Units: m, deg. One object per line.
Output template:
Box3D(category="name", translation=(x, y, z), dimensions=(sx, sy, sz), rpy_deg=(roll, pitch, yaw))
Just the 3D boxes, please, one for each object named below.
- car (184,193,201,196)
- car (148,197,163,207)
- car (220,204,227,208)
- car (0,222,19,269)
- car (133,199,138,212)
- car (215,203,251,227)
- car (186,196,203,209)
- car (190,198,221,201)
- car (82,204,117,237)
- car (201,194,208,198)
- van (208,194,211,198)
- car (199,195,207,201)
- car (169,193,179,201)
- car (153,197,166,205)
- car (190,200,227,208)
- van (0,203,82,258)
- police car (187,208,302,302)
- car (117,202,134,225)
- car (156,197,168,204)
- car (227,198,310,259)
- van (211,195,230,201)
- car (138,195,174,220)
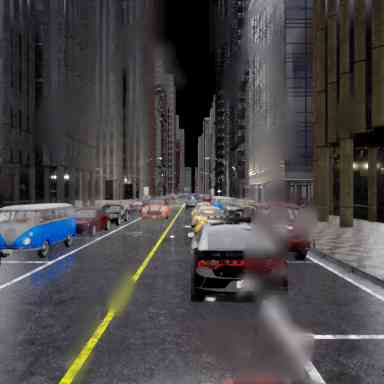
Box3D(category="car", translation=(0.148, 1.233, 60.969), dimensions=(2.150, 2.045, 5.566), rpy_deg=(0, 0, 0))
Box3D(category="car", translation=(-5.638, 1.553, 51.827), dimensions=(1.887, 1.381, 4.507), rpy_deg=(0, 0, 0))
Box3D(category="car", translation=(2.805, 1.566, 18.113), dimensions=(1.947, 1.339, 4.313), rpy_deg=(0, 0, 0))
Box3D(category="car", translation=(-5.748, 1.566, 6.880), dimensions=(1.947, 1.339, 4.313), rpy_deg=(0, 0, 0))
Box3D(category="car", translation=(-5.679, 1.585, 34.972), dimensions=(1.802, 1.307, 4.206), rpy_deg=(0, 0, 0))
Box3D(category="car", translation=(2.818, 1.552, 23.731), dimensions=(2.008, 1.369, 4.403), rpy_deg=(0, 0, 0))
Box3D(category="car", translation=(0.145, 1.570, 45.642), dimensions=(1.994, 1.385, 4.181), rpy_deg=(0, 0, 0))
Box3D(category="car", translation=(0.911, 1.457, 24.511), dimensions=(1.801, 1.575, 5.366), rpy_deg=(0, 0, 0))
Box3D(category="car", translation=(-5.721, 1.545, 18.117), dimensions=(1.887, 1.381, 4.507), rpy_deg=(0, 0, 0))
Box3D(category="car", translation=(2.914, 1.328, 63.063), dimensions=(2.192, 1.841, 5.009), rpy_deg=(0, 0, 0))
Box3D(category="van", translation=(2.846, 1.344, 34.969), dimensions=(1.690, 1.788, 3.998), rpy_deg=(0, 0, 0))
Box3D(category="car", translation=(2.980, 1.581, 89.916), dimensions=(2.008, 1.369, 4.403), rpy_deg=(0, 0, 0))
Box3D(category="car", translation=(-5.545, 1.346, 89.918), dimensions=(2.192, 1.841, 5.009), rpy_deg=(0, 0, 0))
Box3D(category="car", translation=(-5.624, 1.592, 57.445), dimensions=(1.802, 1.307, 4.206), rpy_deg=(0, 0, 0))
Box3D(category="car", translation=(0.929, 1.456, 18.511), dimensions=(1.801, 1.575, 5.366), rpy_deg=(0, 0, 0))
Box3D(category="van", translation=(-5.734, 1.341, 12.499), dimensions=(1.690, 1.788, 3.998), rpy_deg=(0, 0, 0))
Box3D(category="police car", translation=(0.918, 1.425, 8.431), dimensions=(1.930, 1.638, 5.238), rpy_deg=(0, 0, 0))
Box3D(category="car", translation=(-5.707, 1.567, 23.735), dimensions=(1.947, 1.339, 4.313), rpy_deg=(0, 0, 0))
Box3D(category="car", translation=(-5.610, 1.595, 63.064), dimensions=(1.802, 1.307, 4.206), rpy_deg=(0, 0, 0))
Box3D(category="car", translation=(2.791, 1.315, 12.493), dimensions=(2.192, 1.841, 5.009), rpy_deg=(0, 0, 0))
Box3D(category="van", translation=(2.832, 1.343, 29.350), dimensions=(1.690, 1.788, 3.998), rpy_deg=(0, 0, 0))
Box3D(category="car", translation=(-2.933, 1.354, 28.067), dimensions=(2.097, 1.767, 4.553), rpy_deg=(0, 0, 0))
